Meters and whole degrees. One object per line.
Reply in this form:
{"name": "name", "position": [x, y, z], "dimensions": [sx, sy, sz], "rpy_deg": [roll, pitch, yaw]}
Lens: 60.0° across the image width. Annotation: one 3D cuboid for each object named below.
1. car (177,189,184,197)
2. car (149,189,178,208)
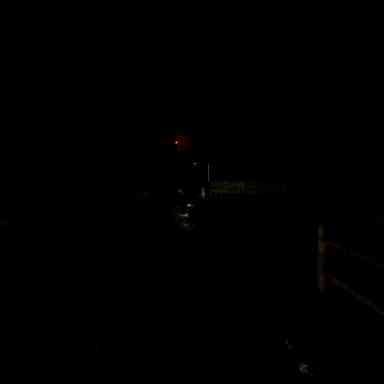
{"name": "car", "position": [-2.642, 0.170, 65.950], "dimensions": [1.882, 1.535, 5.008], "rpy_deg": [0, 1, 0]}
{"name": "car", "position": [-3.102, 0.814, 35.288], "dimensions": [1.882, 1.535, 5.008], "rpy_deg": [1, 2, 8]}
